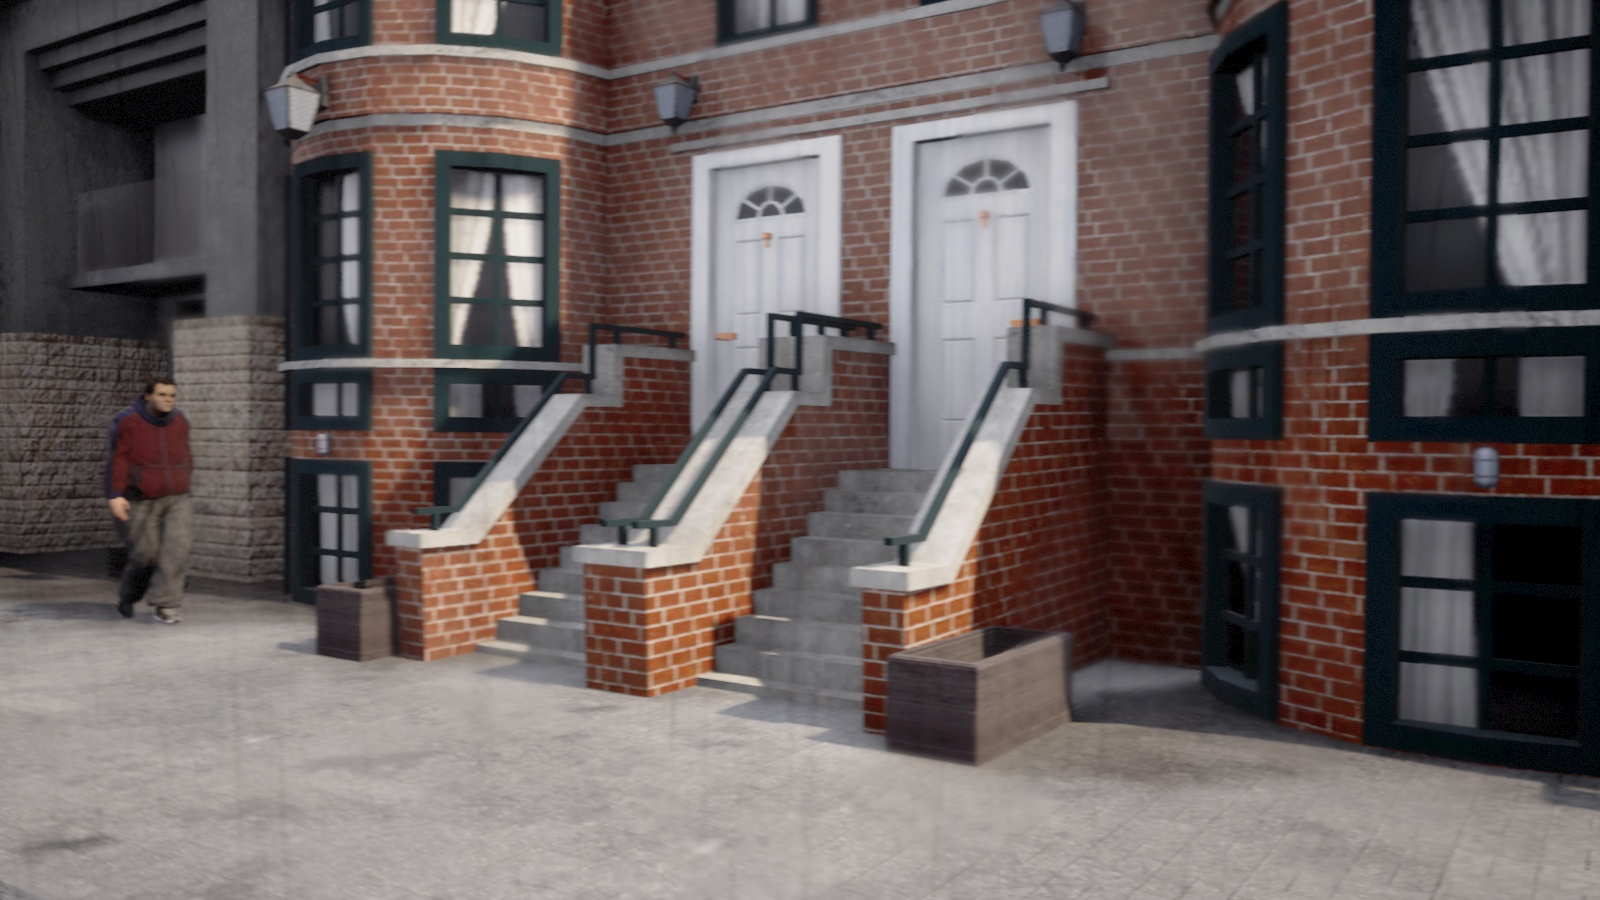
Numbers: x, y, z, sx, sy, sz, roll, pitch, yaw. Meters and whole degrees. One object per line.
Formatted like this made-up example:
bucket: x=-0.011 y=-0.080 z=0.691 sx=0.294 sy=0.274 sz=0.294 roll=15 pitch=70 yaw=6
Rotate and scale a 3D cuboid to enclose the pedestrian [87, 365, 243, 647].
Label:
pedestrian: x=-4.425 y=0.362 z=8.746 sx=0.899 sy=1.844 sz=0.634 roll=0 pitch=1 yaw=40
